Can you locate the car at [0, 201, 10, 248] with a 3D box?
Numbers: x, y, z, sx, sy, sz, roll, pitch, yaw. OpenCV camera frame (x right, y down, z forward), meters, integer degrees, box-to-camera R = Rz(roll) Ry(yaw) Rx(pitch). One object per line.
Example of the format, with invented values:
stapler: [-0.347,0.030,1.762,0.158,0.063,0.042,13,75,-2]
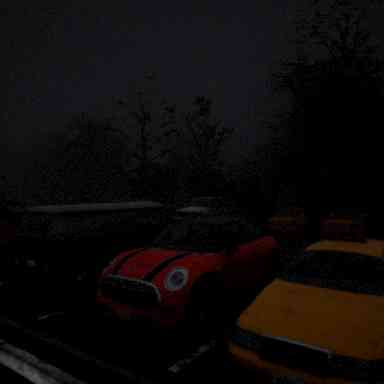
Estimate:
car: [-7.360,1.323,12.509,2.435,2.045,5.566,-1,0,35]

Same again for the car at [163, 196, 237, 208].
car: [1.004,1.303,21.562,2.435,2.045,5.566,-1,-1,35]

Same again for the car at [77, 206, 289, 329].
car: [0.190,1.362,7.200,2.185,1.767,4.553,0,0,35]

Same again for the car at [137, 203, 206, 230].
car: [-1.270,1.596,23.177,2.231,1.521,4.892,-1,-1,35]

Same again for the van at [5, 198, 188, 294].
van: [-2.244,1.284,9.019,1.878,1.987,4.442,-1,0,35]

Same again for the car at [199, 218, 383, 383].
car: [2.451,1.476,5.342,1.946,1.575,5.366,0,0,35]

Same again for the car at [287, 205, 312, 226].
car: [5.803,1.498,18.442,1.946,1.575,5.366,-1,0,35]

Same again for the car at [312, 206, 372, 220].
car: [7.977,1.484,16.909,1.946,1.575,5.366,0,0,35]
